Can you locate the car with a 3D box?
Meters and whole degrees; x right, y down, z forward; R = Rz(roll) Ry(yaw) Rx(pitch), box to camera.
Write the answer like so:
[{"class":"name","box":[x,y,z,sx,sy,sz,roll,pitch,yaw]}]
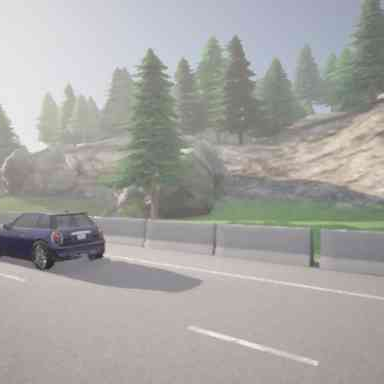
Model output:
[{"class":"car","box":[-5.109,1.400,11.411,4.553,1.767,2.097,0,0,35]}]
